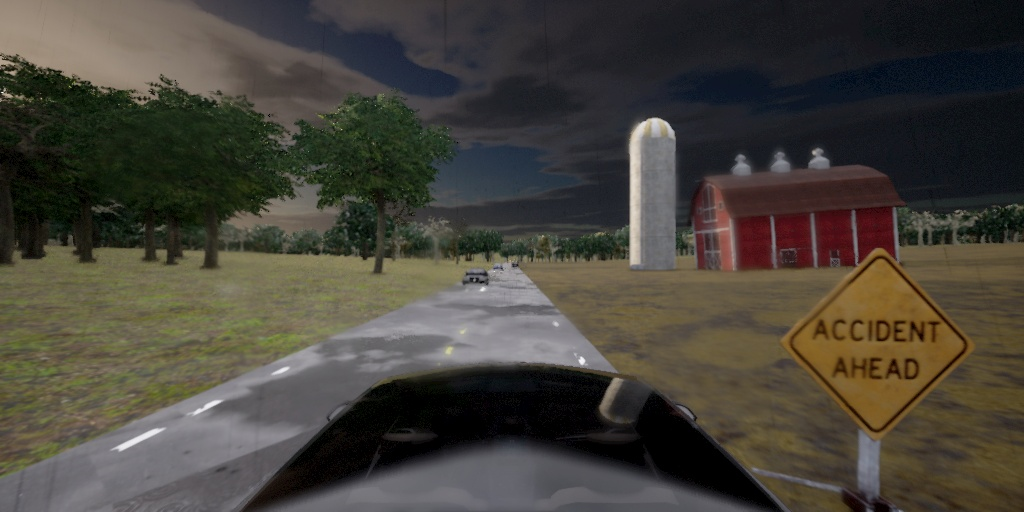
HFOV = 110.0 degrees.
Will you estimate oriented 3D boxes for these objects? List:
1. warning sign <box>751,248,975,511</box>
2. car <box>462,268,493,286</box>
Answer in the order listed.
[{"bbox_3d":[2.450,0.875,2.471,1.300,1.860,1.060,0,0,0],"label":"warning sign"},{"bbox_3d":[-2.841,1.666,29.110,1.994,1.385,4.181,0,-1,0],"label":"car"}]
